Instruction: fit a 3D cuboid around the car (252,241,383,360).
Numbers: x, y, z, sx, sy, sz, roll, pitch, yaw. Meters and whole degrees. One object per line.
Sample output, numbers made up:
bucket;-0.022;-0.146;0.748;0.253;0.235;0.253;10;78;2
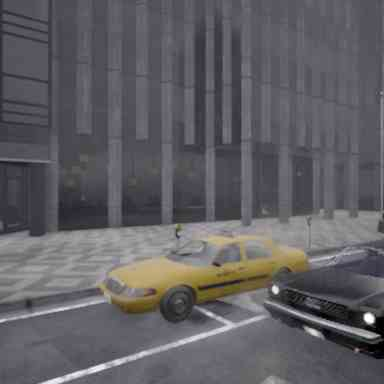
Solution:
car;3.460;1.616;5.847;4.718;1.301;1.895;0;0;-35

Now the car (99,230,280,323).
car;0.525;1.536;7.149;4.829;1.417;1.752;0;-1;-34
